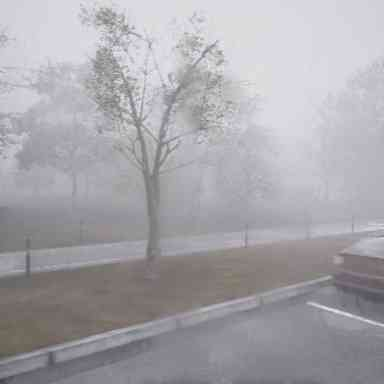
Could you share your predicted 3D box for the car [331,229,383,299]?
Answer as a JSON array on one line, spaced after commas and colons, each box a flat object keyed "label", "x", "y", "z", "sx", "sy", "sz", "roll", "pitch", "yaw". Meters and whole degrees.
[{"label": "car", "x": 5.091, "y": 1.555, "z": 7.688, "sx": 4.674, "sy": 1.452, "sz": 2.002, "roll": 0, "pitch": 0, "yaw": -35}]
